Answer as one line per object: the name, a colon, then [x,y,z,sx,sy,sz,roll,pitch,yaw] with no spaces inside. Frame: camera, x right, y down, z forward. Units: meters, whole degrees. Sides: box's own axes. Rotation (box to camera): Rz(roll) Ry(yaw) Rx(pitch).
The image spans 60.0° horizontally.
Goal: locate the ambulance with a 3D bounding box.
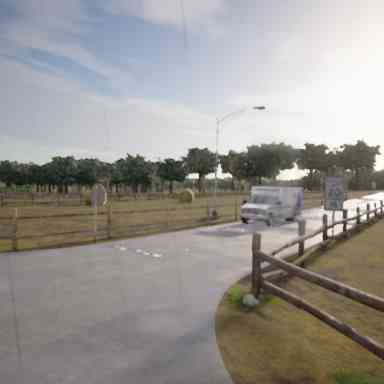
ambulance: [5.481,0.871,22.565,2.351,2.431,6.366,3,2,35]
